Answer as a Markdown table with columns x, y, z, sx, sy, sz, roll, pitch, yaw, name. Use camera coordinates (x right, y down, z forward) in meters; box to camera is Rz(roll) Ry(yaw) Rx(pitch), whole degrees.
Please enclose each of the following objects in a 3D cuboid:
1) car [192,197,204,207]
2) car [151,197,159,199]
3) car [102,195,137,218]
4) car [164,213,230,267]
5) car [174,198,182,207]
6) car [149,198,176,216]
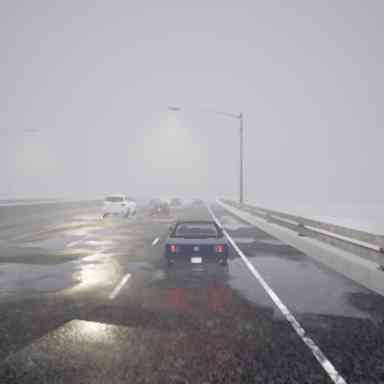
| x | y | z | sx | sy | sz | roll | pitch | yaw | name |
| --- | --- | --- | --- | --- | --- | --- | --- | --- | --- |
| 0.967 | 1.619 | 53.817 | 2.128 | 1.511 | 4.902 | 0 | 0 | 2 | car |
| -5.990 | 1.625 | 55.169 | 2.128 | 1.511 | 4.902 | 0 | 0 | 2 | car |
| -6.613 | 1.283 | 30.768 | 2.150 | 2.045 | 5.566 | 0 | 0 | 1 | car |
| 0.147 | 1.619 | 11.500 | 1.895 | 1.301 | 4.718 | 0 | 0 | 0 | car |
| -2.546 | 1.652 | 53.317 | 1.812 | 1.442 | 4.674 | 0 | 0 | 2 | car |
| -3.051 | 1.632 | 33.622 | 1.994 | 1.385 | 4.181 | 0 | 0 | 1 | car |
